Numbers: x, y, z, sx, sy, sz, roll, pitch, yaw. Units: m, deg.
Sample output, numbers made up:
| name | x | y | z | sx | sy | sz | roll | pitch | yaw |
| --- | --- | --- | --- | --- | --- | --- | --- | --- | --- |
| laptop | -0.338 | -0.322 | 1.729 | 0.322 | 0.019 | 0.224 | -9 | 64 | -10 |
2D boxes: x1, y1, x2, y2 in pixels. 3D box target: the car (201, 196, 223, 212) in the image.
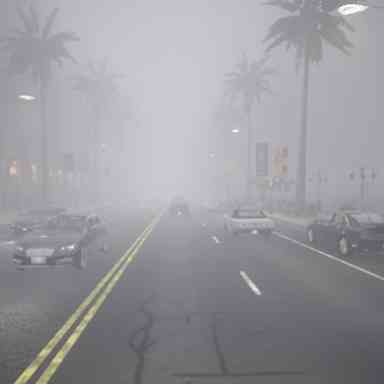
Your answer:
| name | x | y | z | sx | sy | sz | roll | pitch | yaw |
| --- | --- | --- | --- | --- | --- | --- | --- | --- | --- |
| car | 2.051 | 1.479 | 37.400 | 1.812 | 1.442 | 4.674 | 0 | 0 | -2 |

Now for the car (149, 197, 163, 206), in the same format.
| name | x | y | z | sx | sy | sz | roll | pitch | yaw |
| --- | --- | --- | --- | --- | --- | --- | --- | --- | --- |
| car | -5.715 | 1.498 | 53.316 | 1.994 | 1.385 | 4.181 | 0 | 0 | -1 |

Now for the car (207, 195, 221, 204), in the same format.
| name | x | y | z | sx | sy | sz | roll | pitch | yaw |
| --- | --- | --- | --- | --- | --- | --- | --- | --- | --- |
| car | 4.235 | 1.433 | 64.180 | 2.161 | 1.482 | 4.786 | 0 | 0 | -2 |

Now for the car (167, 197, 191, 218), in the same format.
| name | x | y | z | sx | sy | sz | roll | pitch | yaw |
| --- | --- | --- | --- | --- | --- | --- | --- | --- | --- |
| car | -1.124 | 1.467 | 29.589 | 1.837 | 1.490 | 4.892 | 0 | 0 | -2 |

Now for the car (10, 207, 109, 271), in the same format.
| name | x | y | z | sx | sy | sz | roll | pitch | yaw |
| --- | --- | --- | --- | --- | --- | --- | --- | --- | --- |
| car | -4.042 | 1.477 | 10.978 | 2.128 | 1.511 | 4.902 | 0 | 0 | -2 |

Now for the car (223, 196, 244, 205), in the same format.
| name | x | y | z | sx | sy | sz | roll | pitch | yaw |
| --- | --- | --- | --- | --- | --- | --- | --- | --- | --- |
| car | 4.848 | 1.301 | 42.256 | 2.185 | 1.767 | 4.553 | 0 | 0 | -2 |

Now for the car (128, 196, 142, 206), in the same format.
| name | x | y | z | sx | sy | sz | roll | pitch | yaw |
| --- | --- | --- | --- | --- | --- | --- | --- | --- | --- |
| car | -9.256 | 1.457 | 54.671 | 1.812 | 1.442 | 4.674 | 0 | 0 | -1 |

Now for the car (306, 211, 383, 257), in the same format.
| name | x | y | z | sx | sy | sz | roll | pitch | yaw |
| --- | --- | --- | --- | --- | --- | --- | --- | --- | --- |
| car | 6.072 | 1.465 | 12.907 | 2.231 | 1.521 | 4.892 | 0 | 0 | -2 |

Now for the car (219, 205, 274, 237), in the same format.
| name | x | y | z | sx | sy | sz | roll | pitch | yaw |
| --- | --- | --- | --- | --- | --- | --- | --- | --- | --- |
| car | 2.870 | 1.578 | 17.956 | 1.895 | 1.301 | 4.718 | 0 | 0 | -2 |

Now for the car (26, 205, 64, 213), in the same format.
| name | x | y | z | sx | sy | sz | roll | pitch | yaw |
| --- | --- | --- | --- | --- | --- | --- | --- | --- | --- |
| car | -7.835 | 1.483 | 17.813 | 1.837 | 1.490 | 4.892 | 0 | 0 | -2 |
